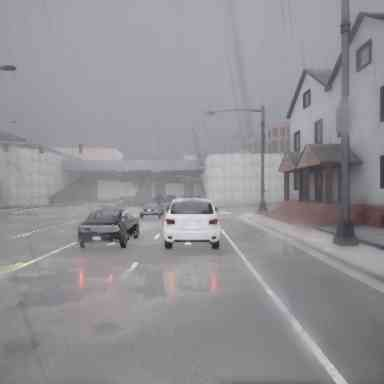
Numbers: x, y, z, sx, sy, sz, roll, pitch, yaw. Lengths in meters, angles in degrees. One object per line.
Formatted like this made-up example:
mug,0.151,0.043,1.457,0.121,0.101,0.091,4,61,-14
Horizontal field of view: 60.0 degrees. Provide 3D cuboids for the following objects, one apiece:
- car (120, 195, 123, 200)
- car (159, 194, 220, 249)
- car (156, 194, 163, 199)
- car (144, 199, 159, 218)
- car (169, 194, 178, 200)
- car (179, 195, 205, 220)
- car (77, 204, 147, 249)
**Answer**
car,-18.711,1.473,92.914,1.882,1.535,5.008,0,0,2
car,0.000,1.256,14.680,2.150,2.045,5.566,0,0,0
car,-8.357,1.389,87.796,1.837,1.490,4.892,0,0,2
car,-3.503,1.572,29.652,2.033,1.411,5.357,0,0,0
car,-4.860,1.418,87.884,2.128,1.511,4.902,0,0,2
car,-0.001,1.262,29.681,2.150,2.045,5.566,0,0,0
car,-3.500,1.493,14.650,2.128,1.511,4.902,0,0,0
